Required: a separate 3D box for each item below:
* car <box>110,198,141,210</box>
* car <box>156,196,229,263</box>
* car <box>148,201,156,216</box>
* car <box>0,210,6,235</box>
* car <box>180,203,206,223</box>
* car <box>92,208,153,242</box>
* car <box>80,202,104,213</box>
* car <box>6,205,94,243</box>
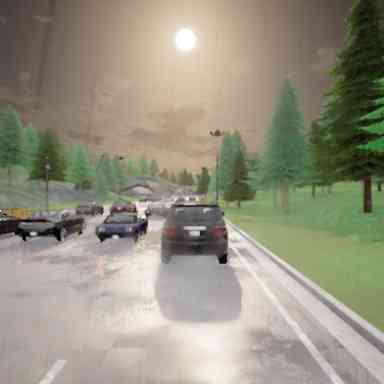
[{"bbox_3d":[-6.895,1.605,33.814,2.097,1.767,4.553,0,0,0],"label":"car"},{"bbox_3d":[0.093,1.319,12.501,2.150,2.045,5.566,0,0,0],"label":"car"},{"bbox_3d":[-3.395,1.845,32.493,1.895,1.301,4.718,0,0,0],"label":"car"},{"bbox_3d":[-10.400,1.632,16.946,1.837,1.490,4.892,0,0,0],"label":"car"},{"bbox_3d":[0.102,1.767,29.176,2.033,1.411,5.357,0,0,0],"label":"car"},{"bbox_3d":[-3.400,1.729,17.051,1.895,1.301,4.718,0,0,0],"label":"car"},{"bbox_3d":[-10.394,1.746,34.084,2.128,1.511,4.902,0,0,0],"label":"car"},{"bbox_3d":[-6.902,1.618,16.923,2.128,1.511,4.902,0,0,0],"label":"car"}]
